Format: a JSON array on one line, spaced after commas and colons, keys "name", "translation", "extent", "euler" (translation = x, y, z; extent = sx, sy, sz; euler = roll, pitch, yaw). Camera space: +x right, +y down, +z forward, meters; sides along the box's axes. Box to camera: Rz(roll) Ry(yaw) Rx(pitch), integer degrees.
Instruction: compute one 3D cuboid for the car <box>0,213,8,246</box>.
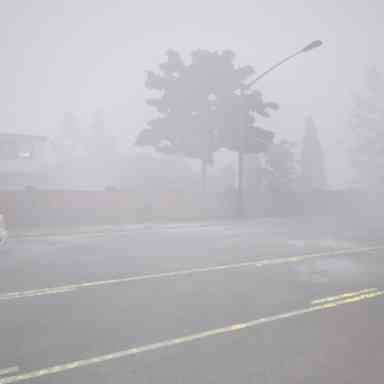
[{"name": "car", "translation": [-8.978, 1.212, 10.469], "extent": [5.566, 2.045, 2.150], "euler": [0, 0, -29]}]
